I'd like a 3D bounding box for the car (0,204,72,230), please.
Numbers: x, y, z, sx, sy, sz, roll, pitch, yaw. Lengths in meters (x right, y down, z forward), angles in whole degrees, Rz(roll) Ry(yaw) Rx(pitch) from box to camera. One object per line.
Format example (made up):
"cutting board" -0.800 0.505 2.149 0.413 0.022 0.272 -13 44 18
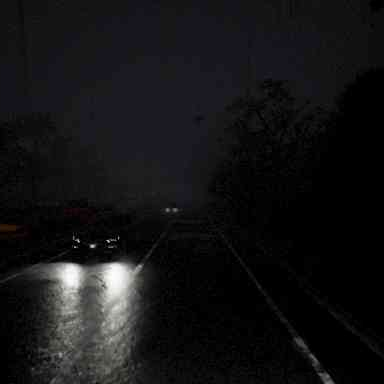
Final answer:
"car" -10.208 1.665 20.113 4.792 1.488 2.163 0 0 0

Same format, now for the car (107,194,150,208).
"car" -10.170 1.793 53.418 5.566 2.045 2.435 0 -1 0

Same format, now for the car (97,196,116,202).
"car" -23.377 1.893 91.423 4.674 1.452 2.002 0 0 0

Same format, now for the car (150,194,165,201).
"car" -10.275 1.862 88.784 4.792 1.488 2.163 0 -1 0

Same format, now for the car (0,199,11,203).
"car" -23.298 1.808 36.722 4.792 1.488 2.163 0 -1 0

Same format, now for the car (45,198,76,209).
"car" -23.237 2.004 58.881 4.553 1.767 2.185 0 -1 0

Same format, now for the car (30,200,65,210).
"car" -23.218 2.082 53.463 4.674 1.452 2.002 0 -1 0

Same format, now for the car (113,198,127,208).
"car" -10.375 1.779 36.762 5.366 1.575 1.946 0 -1 0

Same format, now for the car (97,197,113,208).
"car" -10.236 1.596 31.216 4.553 1.767 2.185 0 -1 0

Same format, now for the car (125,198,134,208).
"car" -9.996 1.816 39.414 5.366 1.575 1.946 0 -1 0

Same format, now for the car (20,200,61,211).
"car" -23.044 1.994 50.694 5.366 1.575 1.946 0 -1 0

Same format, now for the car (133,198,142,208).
"car" -9.980 1.906 45.086 5.366 1.575 1.946 0 -1 0

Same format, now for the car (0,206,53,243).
"car" -10.216 1.645 17.337 4.792 1.488 2.163 0 0 0

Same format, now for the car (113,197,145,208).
"car" -10.335 1.996 50.639 5.366 1.575 1.946 0 -1 0

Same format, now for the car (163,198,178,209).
"car" -3.313 2.111 56.594 2.033 1.411 5.357 0 -1 0

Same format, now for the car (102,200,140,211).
"car" -10.164 1.955 47.862 4.892 1.521 2.231 0 -1 0

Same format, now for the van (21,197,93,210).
"van" -10.338 1.452 25.667 4.442 1.987 1.878 0 0 0

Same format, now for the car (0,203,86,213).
"car" -10.200 1.686 22.889 4.792 1.488 2.163 0 0 0

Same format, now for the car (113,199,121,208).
"car" -10.191 1.750 33.994 4.892 1.521 2.231 0 -1 0

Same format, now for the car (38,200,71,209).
"car" -23.184 2.117 56.233 4.792 1.488 2.163 0 -1 0

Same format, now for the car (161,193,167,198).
"car" -10.315 1.755 94.355 4.553 1.767 2.185 0 0 0

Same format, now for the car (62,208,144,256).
"car" -3.335 1.590 13.589 1.837 1.490 4.892 0 -1 0

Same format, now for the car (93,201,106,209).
"car" -10.242 1.728 28.442 4.792 1.488 2.163 0 0 0

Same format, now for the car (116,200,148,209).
"car" -10.139 2.089 56.190 5.008 1.535 2.097 0 -1 0

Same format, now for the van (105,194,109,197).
"van" -23.257 1.605 88.751 4.442 1.987 1.878 1 0 0

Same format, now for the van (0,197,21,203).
"van" -23.378 1.592 39.496 4.442 1.987 1.878 0 -1 0
